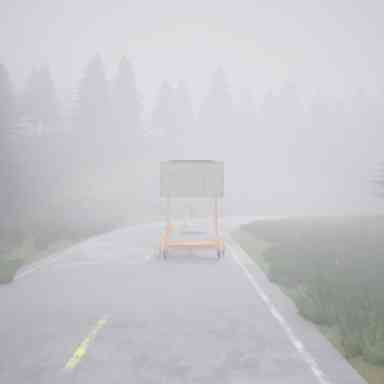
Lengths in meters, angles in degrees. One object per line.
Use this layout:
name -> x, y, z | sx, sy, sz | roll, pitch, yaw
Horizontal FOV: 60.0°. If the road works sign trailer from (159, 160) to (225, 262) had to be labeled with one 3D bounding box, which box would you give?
road works sign trailer -> -0.001, 0.587, 12.585 | 2.380, 3.560, 2.880 | 0, -1, 0
